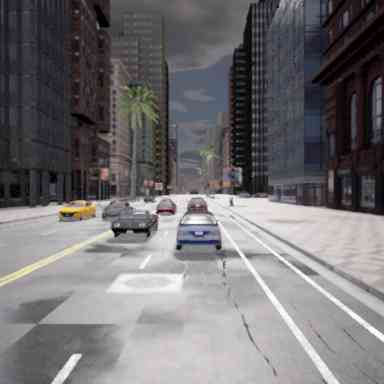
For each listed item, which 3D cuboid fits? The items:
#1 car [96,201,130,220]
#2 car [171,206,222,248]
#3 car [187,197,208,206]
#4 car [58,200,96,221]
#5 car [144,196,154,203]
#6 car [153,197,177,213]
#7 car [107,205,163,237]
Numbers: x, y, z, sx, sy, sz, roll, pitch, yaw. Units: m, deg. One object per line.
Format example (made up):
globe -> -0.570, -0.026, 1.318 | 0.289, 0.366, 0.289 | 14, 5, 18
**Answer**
car -> -6.226, 1.513, 28.098 | 1.837, 1.490, 4.892 | 0, 0, 1
car -> 0.285, 1.545, 14.632 | 2.033, 1.411, 5.357 | 0, 0, 1
car -> 0.565, 1.348, 34.673 | 2.097, 1.767, 4.553 | 0, 0, 1
car -> -9.478, 1.492, 27.885 | 1.882, 1.535, 5.008 | 0, 0, 1
car -> -8.803, 1.534, 69.180 | 2.033, 1.411, 5.357 | 0, 0, 1
car -> -2.673, 1.565, 35.533 | 1.994, 1.385, 4.181 | 0, 0, 1
car -> -2.918, 1.604, 18.044 | 1.895, 1.301, 4.718 | 0, 0, 1
